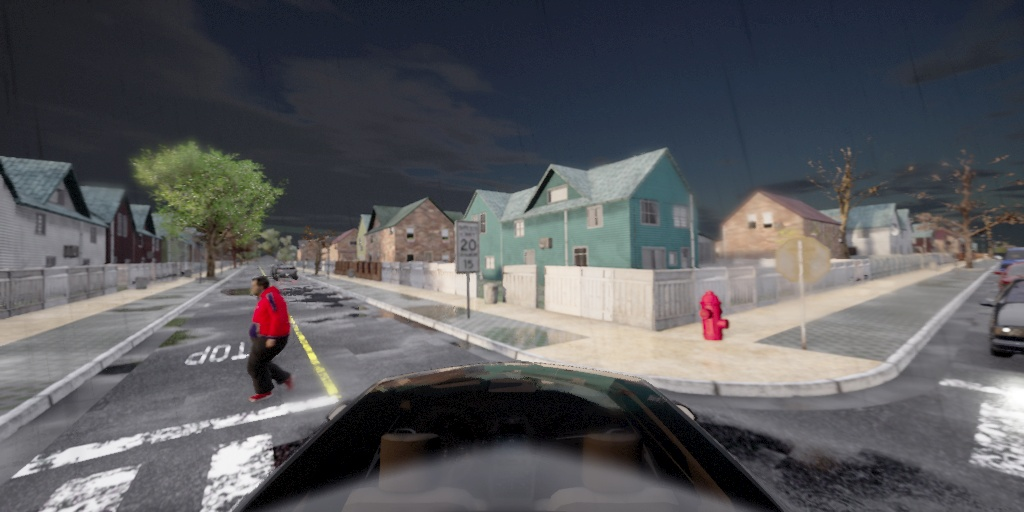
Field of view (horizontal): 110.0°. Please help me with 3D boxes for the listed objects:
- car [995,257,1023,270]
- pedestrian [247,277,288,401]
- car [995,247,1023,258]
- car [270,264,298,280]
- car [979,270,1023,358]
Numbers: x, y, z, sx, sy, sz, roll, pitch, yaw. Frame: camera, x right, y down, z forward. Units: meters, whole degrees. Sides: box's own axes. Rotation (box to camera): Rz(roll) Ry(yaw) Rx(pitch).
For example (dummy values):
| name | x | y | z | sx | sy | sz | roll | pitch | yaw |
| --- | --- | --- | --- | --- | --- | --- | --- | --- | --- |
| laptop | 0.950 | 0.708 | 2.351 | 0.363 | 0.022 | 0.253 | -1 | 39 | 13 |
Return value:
| name | x | y | z | sx | sy | sz | roll | pitch | yaw |
| --- | --- | --- | --- | --- | --- | --- | --- | --- | --- |
| car | 19.402 | 0.925 | 13.131 | 5.008 | 1.535 | 1.882 | -1 | -1 | -36 |
| pedestrian | -3.481 | 1.083 | 5.106 | 0.375 | 1.860 | 0.375 | 2 | -3 | -36 |
| car | 28.487 | 0.521 | 19.622 | 5.566 | 2.045 | 2.150 | -1 | -1 | -36 |
| car | -22.663 | 1.590 | 35.873 | 2.128 | 1.511 | 4.902 | 0 | -1 | -35 |
| car | 10.945 | 1.139 | 7.078 | 5.357 | 1.411 | 2.033 | -1 | -1 | -36 |
